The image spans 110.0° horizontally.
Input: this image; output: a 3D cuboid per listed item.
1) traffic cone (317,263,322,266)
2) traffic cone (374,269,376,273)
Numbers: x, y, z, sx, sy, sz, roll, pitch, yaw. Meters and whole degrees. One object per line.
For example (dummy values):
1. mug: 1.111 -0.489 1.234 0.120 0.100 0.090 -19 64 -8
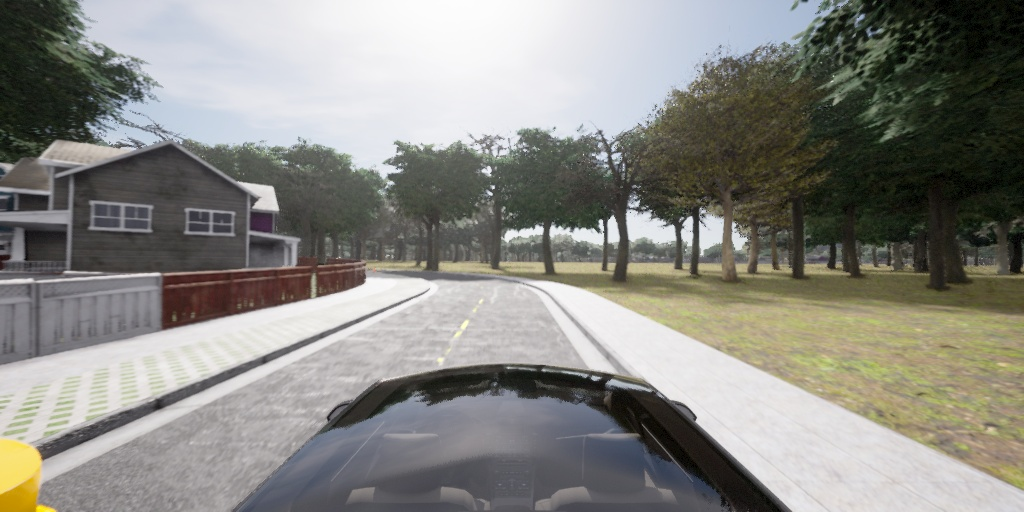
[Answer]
1. traffic cone: -22.927 1.411 42.177 0.340 0.580 0.340 0 0 14
2. traffic cone: -14.687 1.580 38.403 0.340 0.580 0.340 0 0 35
